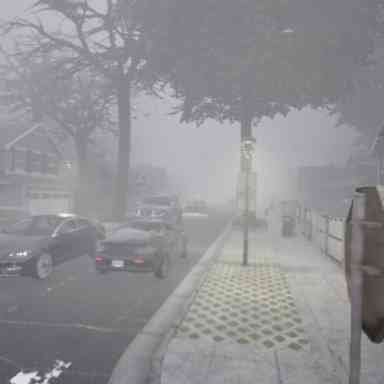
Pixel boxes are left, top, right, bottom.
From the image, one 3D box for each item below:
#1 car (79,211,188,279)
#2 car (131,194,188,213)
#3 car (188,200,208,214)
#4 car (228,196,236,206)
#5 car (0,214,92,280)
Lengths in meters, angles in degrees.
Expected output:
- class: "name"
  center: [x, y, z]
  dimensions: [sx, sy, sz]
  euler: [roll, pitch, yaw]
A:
- class: "car"
  center: [-1.351, 1.543, 10.196]
  dimensions: [1.812, 1.442, 4.674]
  euler: [1, 0, 11]
- class: "car"
  center: [-2.118, 1.183, 21.572]
  dimensions: [2.150, 2.045, 5.566]
  euler: [1, 1, 11]
- class: "car"
  center: [0.526, 1.527, 35.716]
  dimensions: [1.994, 1.385, 4.181]
  euler: [1, 0, 11]
- class: "car"
  center: [6.945, 1.487, 54.209]
  dimensions: [1.837, 1.490, 4.892]
  euler: [1, 1, 10]
- class: "car"
  center: [-4.292, 1.439, 9.966]
  dimensions: [2.128, 1.511, 4.902]
  euler: [1, 0, 11]
